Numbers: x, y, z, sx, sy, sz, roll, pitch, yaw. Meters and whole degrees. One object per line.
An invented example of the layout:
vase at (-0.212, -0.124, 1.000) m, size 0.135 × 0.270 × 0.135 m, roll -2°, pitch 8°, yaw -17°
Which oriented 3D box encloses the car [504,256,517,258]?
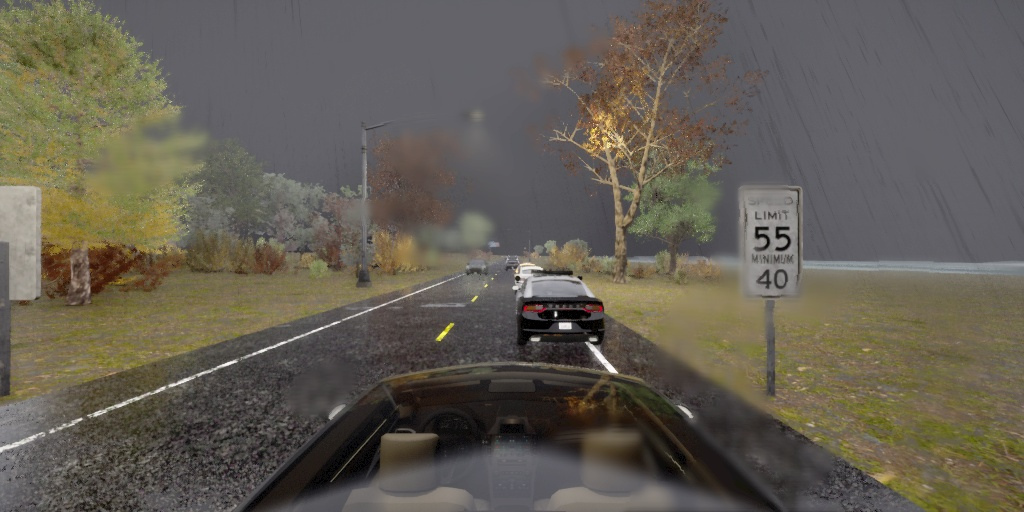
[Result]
car at (0.096, 0.956, 61.981) m, size 2.150 × 2.045 × 5.566 m, roll 0°, pitch 0°, yaw 0°

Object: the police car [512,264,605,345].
police car at (1.048, 1.175, 9.646) m, size 1.930 × 1.638 × 5.238 m, roll 0°, pitch 0°, yaw 0°

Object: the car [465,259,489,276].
car at (-3.557, 1.098, 37.261) m, size 2.097 × 1.767 × 4.553 m, roll 0°, pitch 0°, yaw 0°

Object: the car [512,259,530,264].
car at (1.068, 1.204, 25.720) m, size 1.801 × 1.575 × 5.366 m, roll 0°, pitch 0°, yaw 0°

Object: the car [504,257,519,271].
car at (0.096, 1.247, 48.799) m, size 1.837 × 1.490 × 4.892 m, roll 0°, pitch 0°, yaw 1°
